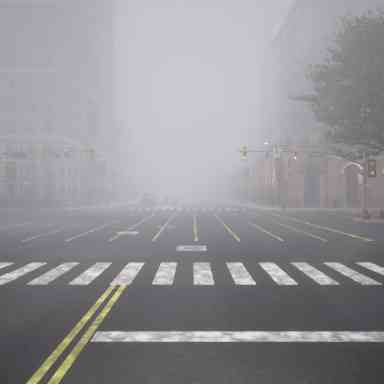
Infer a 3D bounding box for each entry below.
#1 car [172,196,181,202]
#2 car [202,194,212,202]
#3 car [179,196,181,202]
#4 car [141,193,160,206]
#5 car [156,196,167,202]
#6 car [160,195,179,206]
[{"bbox_3d":[-3.483,1.595,75.745,1.895,1.301,4.718,0,0,0],"label":"car"},{"bbox_3d":[3.540,1.355,78.288,2.097,1.767,4.553,0,0,0],"label":"car"},{"bbox_3d":[-3.613,1.547,65.438,2.033,1.411,5.357,0,0,1],"label":"car"},{"bbox_3d":[-7.186,1.221,55.736,2.150,2.045,5.566,0,0,0],"label":"car"},{"bbox_3d":[-6.979,1.595,76.189,1.895,1.301,4.718,0,0,0],"label":"car"},{"bbox_3d":[-3.683,1.491,55.465,2.128,1.511,4.902,0,0,0],"label":"car"}]
